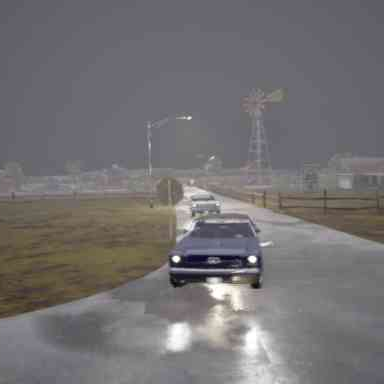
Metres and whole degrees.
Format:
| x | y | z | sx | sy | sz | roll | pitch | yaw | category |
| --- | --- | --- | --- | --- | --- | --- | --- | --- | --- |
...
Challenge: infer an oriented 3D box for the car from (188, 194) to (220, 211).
| x | y | z | sx | sy | sz | roll | pitch | yaw | category |
| --- | --- | --- | --- | --- | --- | --- | --- | --- | --- |
| 0.751 | 0.819 | 22.431 | 1.895 | 1.301 | 4.718 | -2 | 2 | -3 | car |

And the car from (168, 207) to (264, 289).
| x | y | z | sx | sy | sz | roll | pitch | yaw | category |
| --- | --- | --- | --- | --- | --- | --- | --- | --- | --- |
| 0.754 | 1.276 | 8.389 | 1.895 | 1.301 | 4.718 | -2 | 2 | 9 | car |
